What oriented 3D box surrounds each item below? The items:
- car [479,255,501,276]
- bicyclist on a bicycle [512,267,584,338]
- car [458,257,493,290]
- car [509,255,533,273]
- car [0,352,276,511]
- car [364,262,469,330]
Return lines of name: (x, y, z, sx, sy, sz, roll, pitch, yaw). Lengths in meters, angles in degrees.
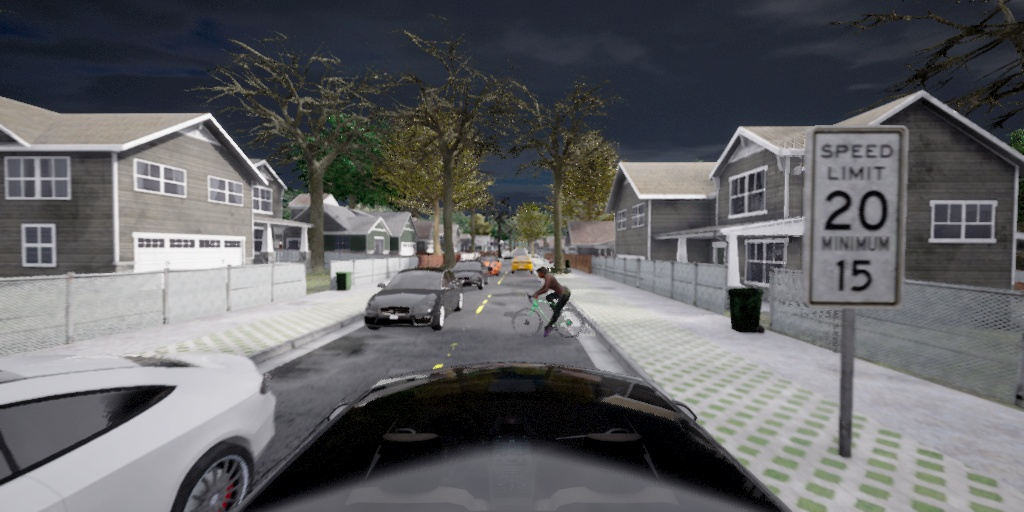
car: (-2.050, 0.695, 29.824, 2.097, 1.767, 4.553, 0, 1, 2)
bicyclist on a bicycle: (0.830, 1.074, 8.189, 1.656, 1.620, 0.582, 1, 1, 2)
car: (-2.357, 0.979, 20.027, 1.837, 1.490, 4.892, 0, 1, 2)
car: (0.988, 0.780, 34.162, 1.882, 1.535, 5.008, 0, 1, 2)
car: (-2.903, 1.268, 1.148, 1.812, 1.442, 4.674, 0, 1, 2)
car: (-2.632, 1.112, 10.610, 1.837, 1.490, 4.892, 0, 1, 2)
